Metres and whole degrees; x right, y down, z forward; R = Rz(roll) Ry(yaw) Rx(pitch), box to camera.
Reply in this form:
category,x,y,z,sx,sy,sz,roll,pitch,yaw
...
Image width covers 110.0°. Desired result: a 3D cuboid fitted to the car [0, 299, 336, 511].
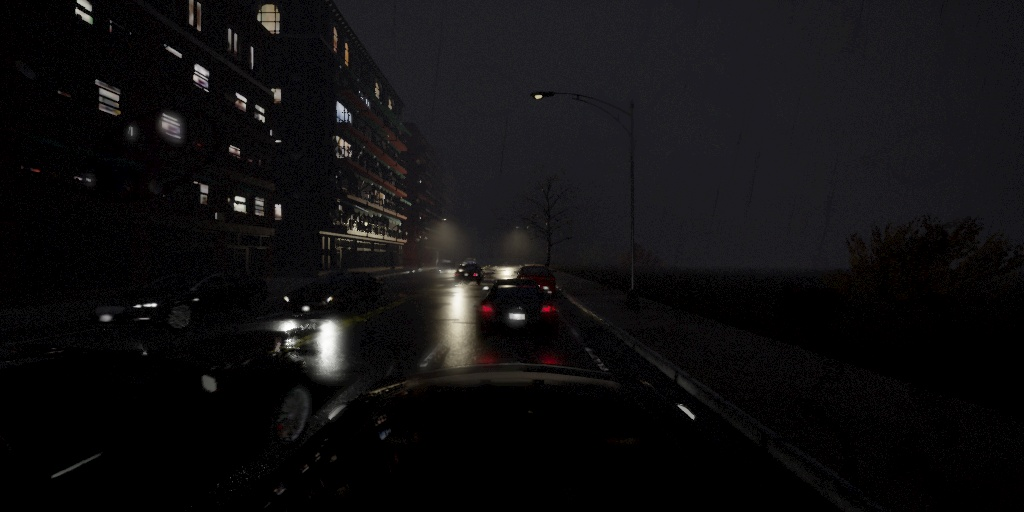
category,x,y,z,sx,sy,sz,roll,pitch,yaw
car,-3.152,1.276,2.162,1.812,1.442,4.674,0,0,0

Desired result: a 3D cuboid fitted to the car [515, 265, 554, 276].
category,x,y,z,sx,sy,sz,roll,pitch,yaw
car,1.161,1.230,18.876,1.882,1.535,5.008,0,0,0

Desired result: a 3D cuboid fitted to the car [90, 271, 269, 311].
category,x,y,z,sx,sy,sz,roll,pitch,yaw
car,-9.838,1.243,11.145,2.128,1.511,4.902,0,0,0

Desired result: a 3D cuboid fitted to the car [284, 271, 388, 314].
category,x,y,z,sx,sy,sz,roll,pitch,yaw
car,-6.583,1.299,14.110,2.033,1.411,5.357,0,0,0

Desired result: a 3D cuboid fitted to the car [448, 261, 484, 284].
category,x,y,z,sx,sy,sz,roll,pitch,yaw
car,-3.120,1.300,26.722,2.033,1.411,5.357,0,0,-1

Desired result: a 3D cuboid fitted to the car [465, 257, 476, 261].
category,x,y,z,sx,sy,sz,roll,pitch,yaw
car,-6.511,1.103,56.135,2.097,1.767,4.553,0,0,0

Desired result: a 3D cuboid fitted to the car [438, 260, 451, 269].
category,x,y,z,sx,sy,sz,roll,pitch,yaw
car,-9.767,1.315,54.100,1.994,1.385,4.181,0,0,0

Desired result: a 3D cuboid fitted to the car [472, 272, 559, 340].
category,x,y,z,sx,sy,sz,roll,pitch,yaw
car,0.113,1.315,9.957,1.994,1.385,4.181,0,0,0
